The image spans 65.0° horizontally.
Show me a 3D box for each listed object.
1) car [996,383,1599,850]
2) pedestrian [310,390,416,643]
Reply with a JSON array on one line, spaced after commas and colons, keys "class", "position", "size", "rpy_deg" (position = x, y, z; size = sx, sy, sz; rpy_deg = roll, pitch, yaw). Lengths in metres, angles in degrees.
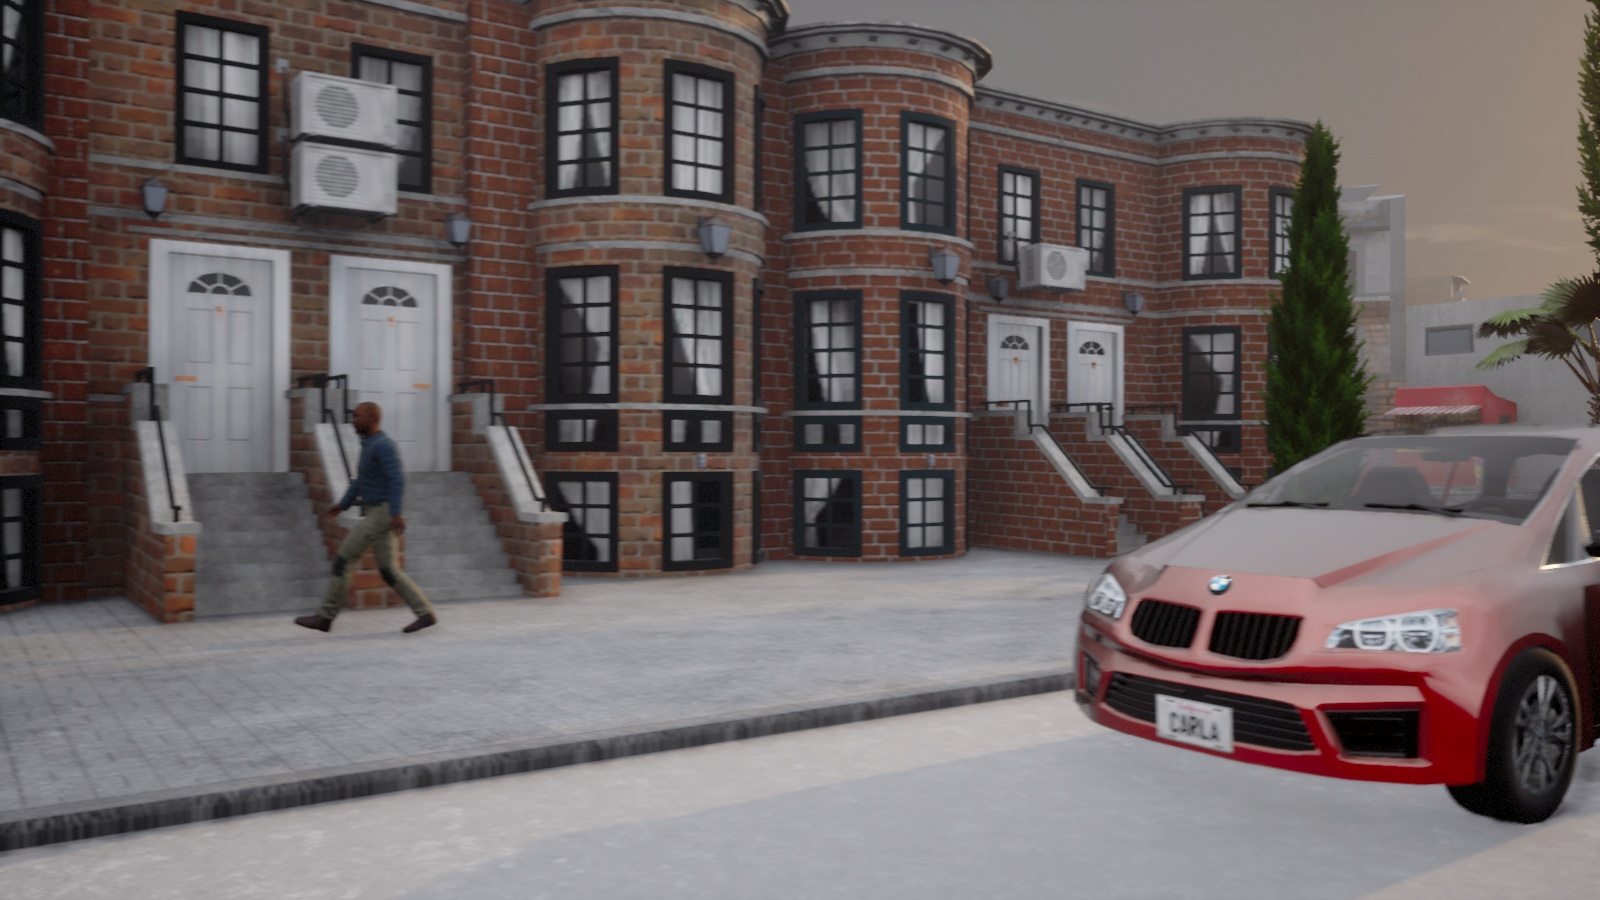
[{"class": "car", "position": [3.524, 0.598, 6.721], "size": [4.611, 1.667, 2.242], "rpy_deg": [0, 0, -35]}, {"class": "pedestrian", "position": [-3.284, 0.484, 9.430], "size": [0.726, 1.835, 0.370], "rpy_deg": [0, 0, -23]}]
